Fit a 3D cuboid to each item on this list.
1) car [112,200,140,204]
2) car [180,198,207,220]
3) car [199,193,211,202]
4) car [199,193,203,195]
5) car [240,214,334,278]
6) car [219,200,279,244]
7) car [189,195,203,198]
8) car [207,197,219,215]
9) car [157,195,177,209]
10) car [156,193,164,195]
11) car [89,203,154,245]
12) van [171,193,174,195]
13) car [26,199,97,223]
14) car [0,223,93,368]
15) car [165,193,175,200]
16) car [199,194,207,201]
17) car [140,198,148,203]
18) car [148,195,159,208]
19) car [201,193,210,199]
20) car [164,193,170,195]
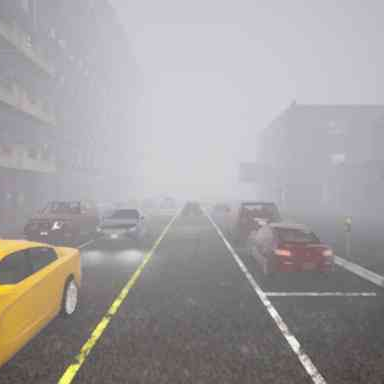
[{"bbox_3d":[-5.681,1.471,26.357,2.008,1.369,4.403,0,0,0],"label":"car"},{"bbox_3d":[0.027,1.443,27.152,1.812,1.442,4.674,0,0,0],"label":"car"},{"bbox_3d":[2.713,1.141,70.669,2.192,1.841,5.009,0,0,0],"label":"car"},{"bbox_3d":[2.708,1.395,59.591,2.008,1.369,4.403,0,0,0],"label":"car"},{"bbox_3d":[2.695,1.549,9.738,1.802,1.307,4.206,0,0,0],"label":"car"},{"bbox_3d":[2.698,1.266,15.277,2.192,1.841,5.009,0,0,0],"label":"car"},{"bbox_3d":[0.095,1.436,46.252,1.994,1.385,4.181,0,0,0],"label":"car"},{"bbox_3d":[2.701,1.456,31.895,2.008,1.369,4.403,0,0,0],"label":"car"},{"bbox_3d":[-2.995,1.406,42.800,1.812,1.442,4.674,0,0,0],"label":"car"},{"bbox_3d":[-5.674,1.307,48.514,1.967,1.590,4.097,0,0,0],"label":"car"},{"bbox_3d":[-3.079,1.476,15.458,1.812,1.442,4.674,0,0,0],"label":"car"},{"bbox_3d":[-5.667,1.160,76.210,1.690,1.788,3.998,0,0,0],"label":"van"},{"bbox_3d":[-5.683,1.266,15.278,2.192,1.841,5.009,0,0,0],"label":"car"},{"bbox_3d":[-3.093,1.463,4.511,1.882,1.535,5.008,0,0,0],"label":"car"},{"bbox_3d":[-5.664,1.123,87.289,2.192,1.841,5.009,0,0,0],"label":"car"},{"bbox_3d":[2.715,1.253,81.748,1.967,1.590,4.097,0,0,0],"label":"car"},{"bbox_3d":[-5.679,1.431,31.726,1.752,1.417,4.829,0,0,0],"label":"car"},{"bbox_3d":[-5.676,1.424,42.976,1.887,1.381,4.507,0,0,0],"label":"car"},{"bbox_3d":[2.707,1.380,54.222,1.752,1.417,4.829,0,0,0],"label":"car"},{"bbox_3d":[-5.671,1.160,59.593,2.192,1.841,5.009,0,0,0],"label":"car"}]
